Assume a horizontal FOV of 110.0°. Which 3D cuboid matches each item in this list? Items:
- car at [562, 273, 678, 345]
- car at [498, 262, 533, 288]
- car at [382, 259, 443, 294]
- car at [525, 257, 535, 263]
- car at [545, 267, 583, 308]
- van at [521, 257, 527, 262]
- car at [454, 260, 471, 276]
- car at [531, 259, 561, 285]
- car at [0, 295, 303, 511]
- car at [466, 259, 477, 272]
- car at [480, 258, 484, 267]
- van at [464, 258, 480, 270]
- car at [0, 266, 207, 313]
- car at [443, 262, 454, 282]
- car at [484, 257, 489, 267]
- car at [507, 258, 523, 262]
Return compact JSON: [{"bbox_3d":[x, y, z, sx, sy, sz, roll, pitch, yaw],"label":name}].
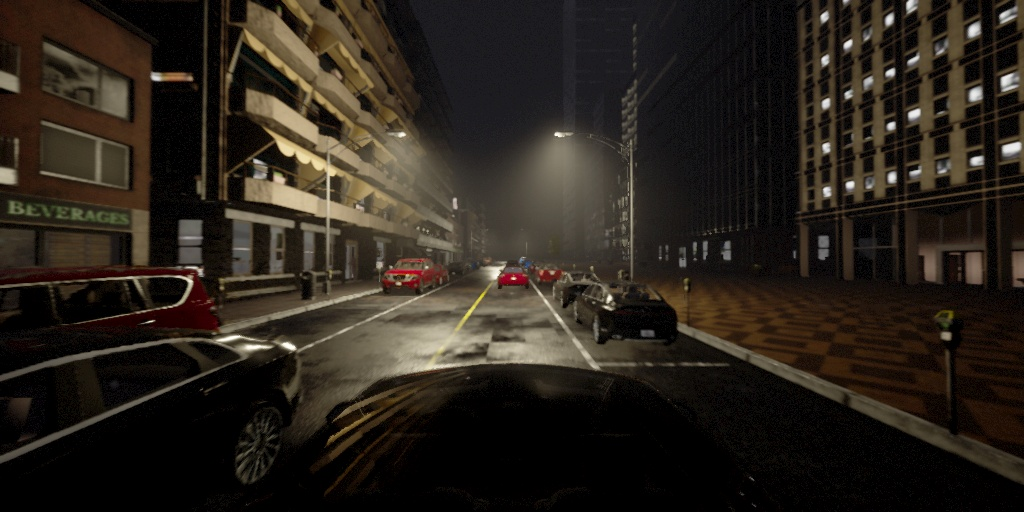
[{"bbox_3d":[2.690,1.304,9.308,2.007,1.370,4.403,0,0,0],"label":"car"},{"bbox_3d":[0.095,1.324,23.704,1.994,1.385,4.181,0,0,0],"label":"car"},{"bbox_3d":[-5.694,1.073,20.444,2.192,1.841,5.009,0,0,0],"label":"car"},{"bbox_3d":[2.683,1.208,37.155,1.967,1.591,4.097,0,0,0],"label":"car"},{"bbox_3d":[2.688,1.307,14.876,2.007,1.370,4.403,0,0,0],"label":"car"},{"bbox_3d":[2.679,1.120,53.865,1.690,1.789,3.998,0,0,0],"label":"van"},{"bbox_3d":[-5.698,1.333,37.154,1.948,1.339,4.313,0,0,0],"label":"car"},{"bbox_3d":[2.685,1.202,26.015,1.967,1.591,4.097,0,0,0],"label":"car"},{"bbox_3d":[-3.099,1.241,1.742,2.128,1.511,4.902,0,0,0],"label":"car"},{"bbox_3d":[-5.700,1.322,42.723,2.007,1.370,4.403,0,0,0],"label":"car"},{"bbox_3d":[-5.702,1.304,53.693,1.751,1.417,4.829,0,0,0],"label":"car"},{"bbox_3d":[-5.701,1.116,48.294,1.690,1.789,3.998,0,0,0],"label":"van"},{"bbox_3d":[-5.690,1.065,3.737,2.192,1.841,5.009,0,0,0],"label":"car"},{"bbox_3d":[-5.696,1.306,26.014,1.888,1.381,4.507,0,0,0],"label":"car"},{"bbox_3d":[-5.705,1.337,65.001,2.007,1.370,4.403,0,0,0],"label":"car"},{"bbox_3d":[0.089,1.279,46.166,1.837,1.490,4.892,0,0,0],"label":"car"}]
